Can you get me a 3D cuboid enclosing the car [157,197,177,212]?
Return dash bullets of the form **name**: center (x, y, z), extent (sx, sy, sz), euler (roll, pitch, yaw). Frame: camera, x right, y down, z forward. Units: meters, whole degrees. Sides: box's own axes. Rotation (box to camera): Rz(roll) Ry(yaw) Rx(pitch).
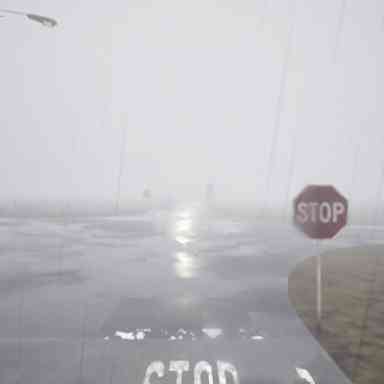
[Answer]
- **car**: center (-2.738, 1.411, 37.054), extent (1.837, 1.490, 4.892), euler (0, 2, 1)
